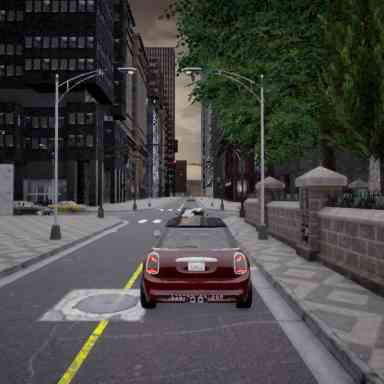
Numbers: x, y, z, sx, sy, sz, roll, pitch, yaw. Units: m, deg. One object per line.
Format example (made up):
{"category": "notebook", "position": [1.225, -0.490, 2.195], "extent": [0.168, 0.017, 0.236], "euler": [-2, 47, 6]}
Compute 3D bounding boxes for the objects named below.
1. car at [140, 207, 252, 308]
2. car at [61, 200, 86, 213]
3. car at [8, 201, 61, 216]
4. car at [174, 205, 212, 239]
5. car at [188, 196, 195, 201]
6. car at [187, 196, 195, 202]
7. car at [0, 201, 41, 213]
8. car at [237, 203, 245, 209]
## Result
{"category": "car", "position": [0.076, 1.357, 8.070], "extent": [2.097, 1.767, 4.553], "euler": [0, 0, 0]}
{"category": "car", "position": [-14.877, 1.676, 38.639], "extent": [4.829, 1.417, 1.752], "euler": [0, -1, 0]}
{"category": "car", "position": [-14.721, 1.517, 30.115], "extent": [4.403, 1.369, 2.008], "euler": [0, -1, 0]}
{"category": "car", "position": [0.047, 1.541, 18.197], "extent": [1.812, 1.442, 4.674], "euler": [0, 0, 0]}
{"category": "car", "position": [-0.251, 1.710, 90.108], "extent": [1.812, 1.442, 4.674], "euler": [0, 0, 0]}
{"category": "car", "position": [-0.222, 1.730, 79.689], "extent": [2.033, 1.411, 5.357], "euler": [0, 0, 0]}
{"category": "car", "position": [-20.219, 1.708, 38.653], "extent": [4.403, 1.369, 2.008], "euler": [0, -1, 0]}
{"category": "car", "position": [7.253, 1.569, 36.123], "extent": [4.902, 1.511, 2.128], "euler": [0, -1, 4]}
